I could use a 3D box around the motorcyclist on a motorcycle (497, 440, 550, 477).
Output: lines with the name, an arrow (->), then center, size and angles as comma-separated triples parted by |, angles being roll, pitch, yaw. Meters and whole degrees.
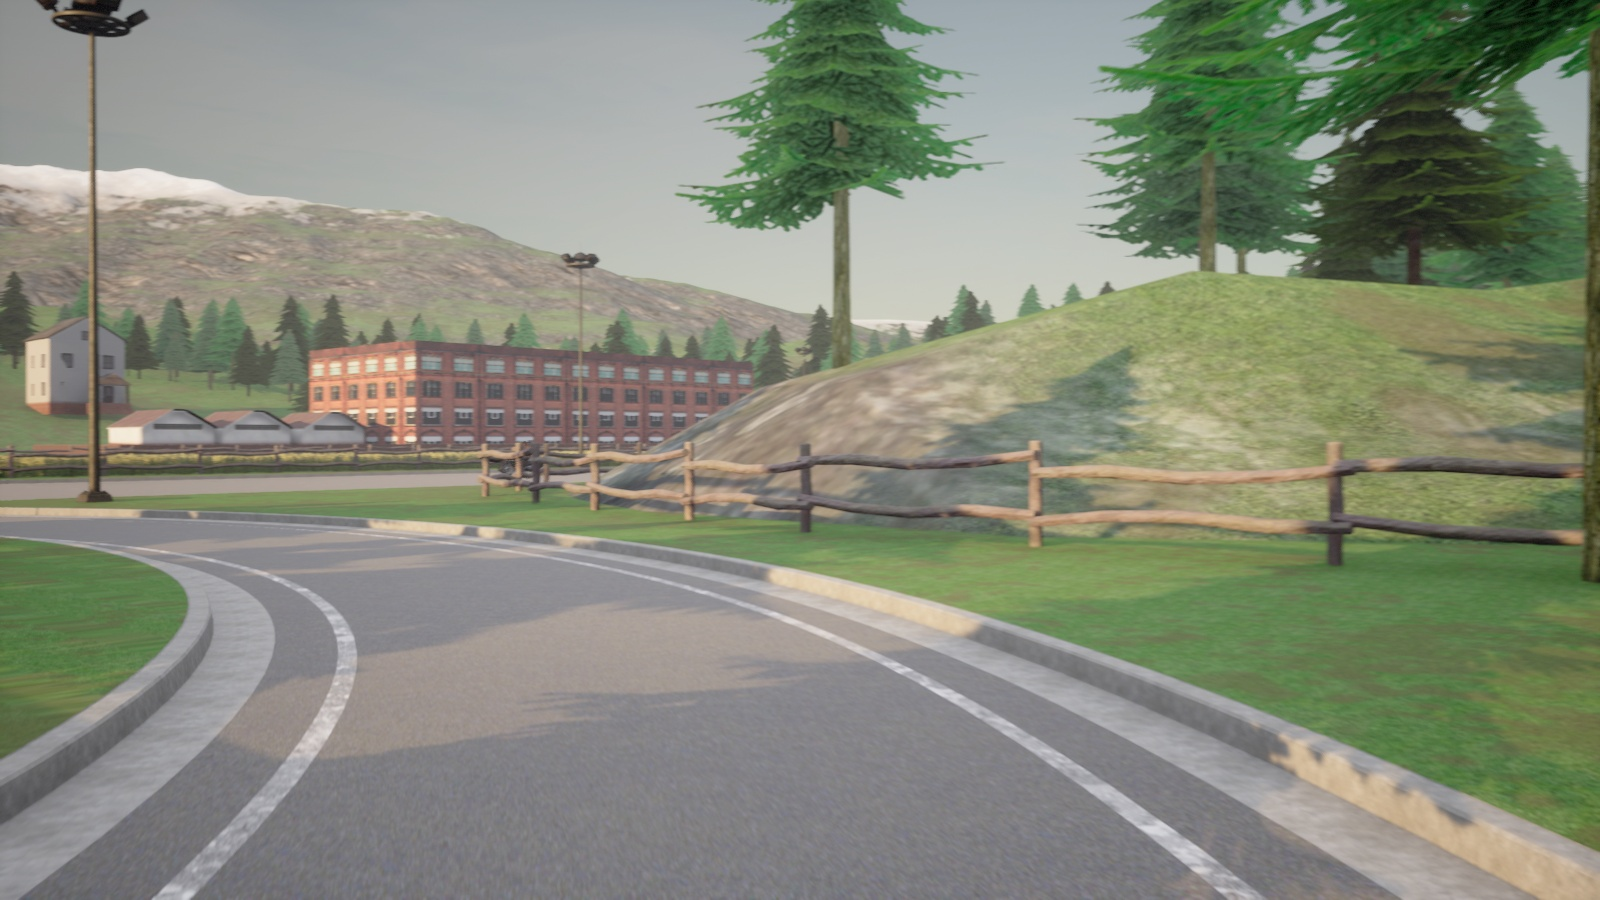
motorcyclist on a motorcycle -> -12.702, 0.373, 57.768 | 0.766, 1.649, 2.350 | 0, 1, 42
